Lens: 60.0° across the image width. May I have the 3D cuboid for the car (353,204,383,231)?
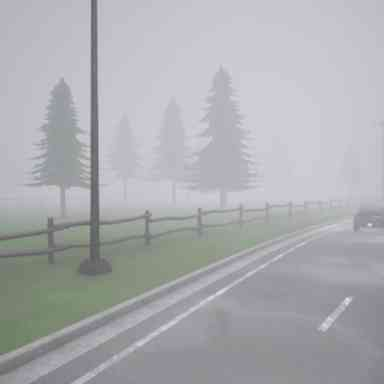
[{"bbox_3d":[10.676,1.434,19.208,1.837,1.490,4.892,0,0,37],"label":"car"}]
